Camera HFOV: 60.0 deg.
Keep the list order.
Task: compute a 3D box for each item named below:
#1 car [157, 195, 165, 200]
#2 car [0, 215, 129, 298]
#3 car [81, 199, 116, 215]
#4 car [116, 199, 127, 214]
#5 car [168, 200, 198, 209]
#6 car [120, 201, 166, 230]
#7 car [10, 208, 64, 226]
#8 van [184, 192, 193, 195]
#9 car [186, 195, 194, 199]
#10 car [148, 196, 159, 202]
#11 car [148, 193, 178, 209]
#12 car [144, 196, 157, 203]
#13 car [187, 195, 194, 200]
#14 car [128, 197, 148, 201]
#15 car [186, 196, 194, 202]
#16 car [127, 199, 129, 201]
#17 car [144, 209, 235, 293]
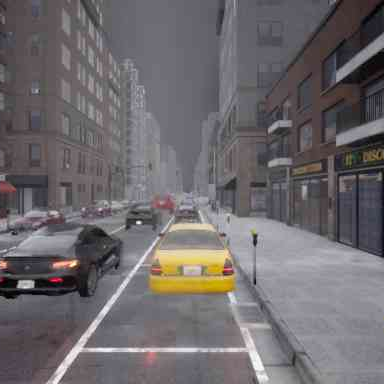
[{"bbox_3d":[-8.408,1.518,90.251,1.752,1.417,4.829,0,0,0],"label":"car"},{"bbox_3d":[-3.015,1.526,8.382,1.812,1.442,4.674,0,0,0],"label":"car"},{"bbox_3d":[-8.408,1.440,29.575,1.967,1.590,4.097,0,0,0],"label":"car"},{"bbox_3d":[-8.408,1.525,34.923,1.752,1.417,4.829,0,0,0],"label":"car"},{"bbox_3d":[-0.383,1.551,24.063,2.008,1.369,4.403,0,0,0],"label":"car"},{"bbox_3d":[-2.961,1.502,21.140,1.837,1.490,4.892,0,-1,1],"label":"car"},{"bbox_3d":[-8.408,1.582,18.538,1.802,1.307,4.206,0,0,0],"label":"car"},{"bbox_3d":[-0.383,1.339,67.702,1.690,1.788,3.998,0,0,0],"label":"van"},{"bbox_3d":[-0.383,1.440,35.101,1.967,1.590,4.097,0,0,0],"label":"car"},{"bbox_3d":[-8.408,1.542,73.374,1.887,1.381,4.507,0,0,0],"label":"car"},{"bbox_3d":[-2.961,1.221,35.614,2.150,2.045,5.566,0,0,1],"label":"car"},{"bbox_3d":[-8.408,1.549,67.693,2.008,1.369,4.403,0,0,0],"label":"car"},{"bbox_3d":[-0.383,1.575,90.427,1.802,1.307,4.206,0,0,0],"label":"car"},{"bbox_3d":[-5.816,1.547,39.776,2.033,1.411,5.357,0,0,1],"label":"car"},{"bbox_3d":[-0.383,1.579,79.064,1.802,1.307,4.206,0,0,0],"label":"car"},{"bbox_3d":[-8.408,1.551,40.611,2.008,1.369,4.403,0,0,0],"label":"car"},{"bbox_3d":[0.005,1.457,8.840,1.801,1.575,5.366,0,0,0],"label":"car"}]
